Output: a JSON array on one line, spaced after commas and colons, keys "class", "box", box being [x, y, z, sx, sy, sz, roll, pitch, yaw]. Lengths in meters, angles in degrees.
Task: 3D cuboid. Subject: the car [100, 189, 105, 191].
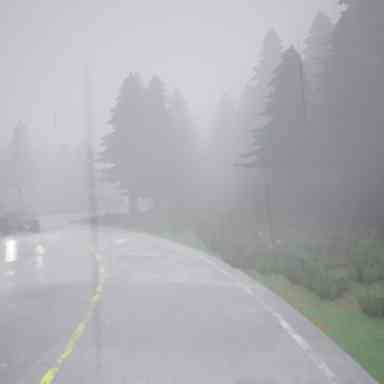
[{"class": "car", "box": [-20.887, -1.251, 79.409, 2.150, 2.045, 5.566, 0, 4, -17]}]

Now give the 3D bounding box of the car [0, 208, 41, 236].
[{"class": "car", "box": [-10.709, 1.728, 20.020, 1.837, 1.490, 4.892, 1, -2, -44]}]
